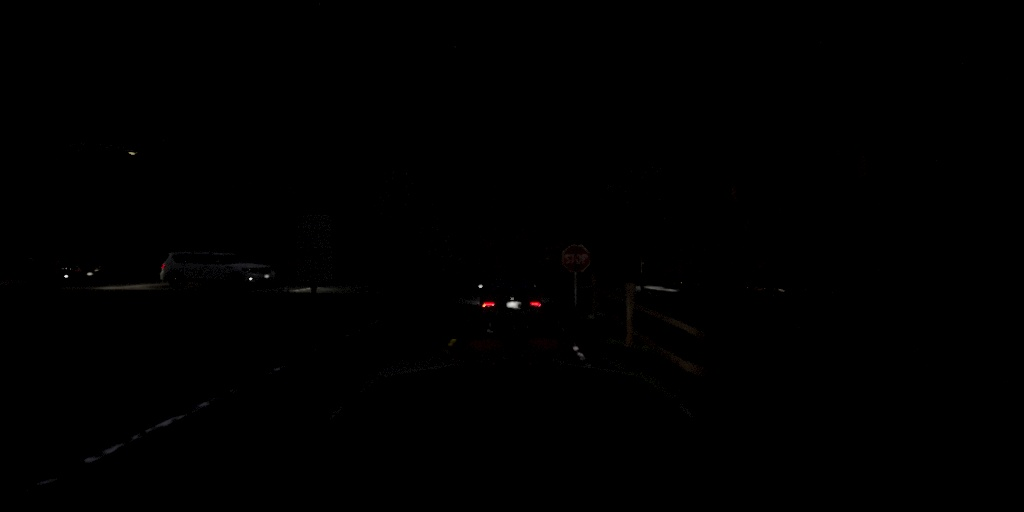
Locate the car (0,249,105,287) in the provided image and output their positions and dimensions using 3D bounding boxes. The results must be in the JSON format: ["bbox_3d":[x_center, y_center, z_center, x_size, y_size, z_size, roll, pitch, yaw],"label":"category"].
[{"bbox_3d":[-27.147,0.646,20.696,5.566,2.045,2.150,1,0,0],"label":"car"}]

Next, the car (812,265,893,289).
[{"bbox_3d":[22.196,1.355,23.128,4.553,1.767,2.097,1,0,1],"label":"car"}]

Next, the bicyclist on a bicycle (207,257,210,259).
[{"bbox_3d":[-22.461,0.914,26.628,0.582,1.620,1.656,1,0,1],"label":"bicyclist on a bicycle"}]

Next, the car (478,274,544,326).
[{"bbox_3d":[-0.122,1.290,11.653,2.033,1.411,5.357,0,0,-3],"label":"car"}]

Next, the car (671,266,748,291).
[{"bbox_3d":[12.935,1.401,23.225,4.892,1.490,1.837,1,0,1],"label":"car"}]

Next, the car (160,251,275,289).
[{"bbox_3d":[-16.783,0.777,20.582,5.566,2.045,2.150,1,0,1],"label":"car"}]
